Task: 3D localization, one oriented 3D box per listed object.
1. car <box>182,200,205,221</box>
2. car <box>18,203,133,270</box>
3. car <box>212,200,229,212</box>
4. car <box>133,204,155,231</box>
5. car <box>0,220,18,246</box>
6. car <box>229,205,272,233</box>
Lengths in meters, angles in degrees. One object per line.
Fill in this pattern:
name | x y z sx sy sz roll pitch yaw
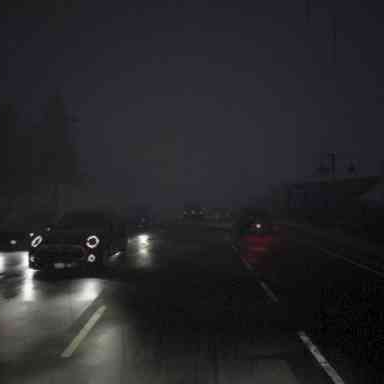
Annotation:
car | 0.108 1.679 28.846 2.033 1.411 5.357 0 0 0
car | -3.572 1.404 11.236 2.097 1.767 4.553 0 0 0
car | 3.598 1.719 42.674 1.812 1.442 4.674 0 0 0
car | -3.549 1.576 21.626 1.882 1.535 5.008 0 0 0
car | -7.078 1.620 15.845 2.033 1.411 5.357 0 0 0
car | 3.608 1.598 20.461 1.837 1.490 4.892 0 0 0
